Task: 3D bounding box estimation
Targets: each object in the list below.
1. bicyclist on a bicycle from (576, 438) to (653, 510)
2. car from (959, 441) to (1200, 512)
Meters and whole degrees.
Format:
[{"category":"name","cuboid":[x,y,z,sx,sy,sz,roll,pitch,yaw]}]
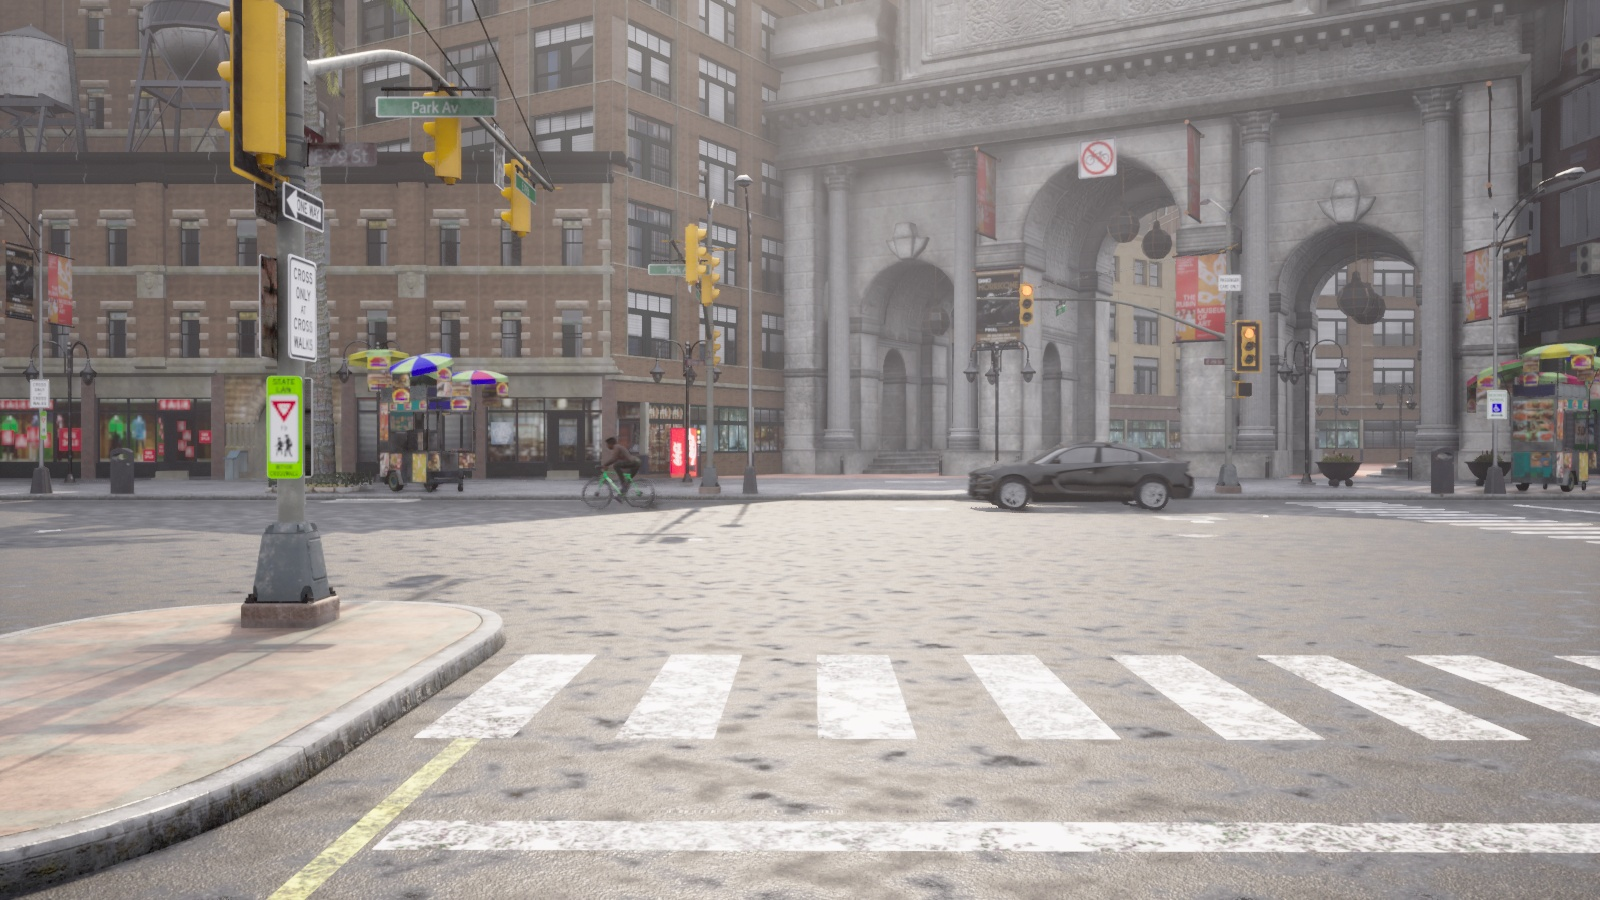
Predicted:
[{"category":"bicyclist on a bicycle","cuboid":[-4.194,0.535,28.473,1.656,1.620,0.582,0,0,1]},{"category":"car","cuboid":[6.212,0.569,28.327,5.008,1.535,1.882,0,0,1]}]
